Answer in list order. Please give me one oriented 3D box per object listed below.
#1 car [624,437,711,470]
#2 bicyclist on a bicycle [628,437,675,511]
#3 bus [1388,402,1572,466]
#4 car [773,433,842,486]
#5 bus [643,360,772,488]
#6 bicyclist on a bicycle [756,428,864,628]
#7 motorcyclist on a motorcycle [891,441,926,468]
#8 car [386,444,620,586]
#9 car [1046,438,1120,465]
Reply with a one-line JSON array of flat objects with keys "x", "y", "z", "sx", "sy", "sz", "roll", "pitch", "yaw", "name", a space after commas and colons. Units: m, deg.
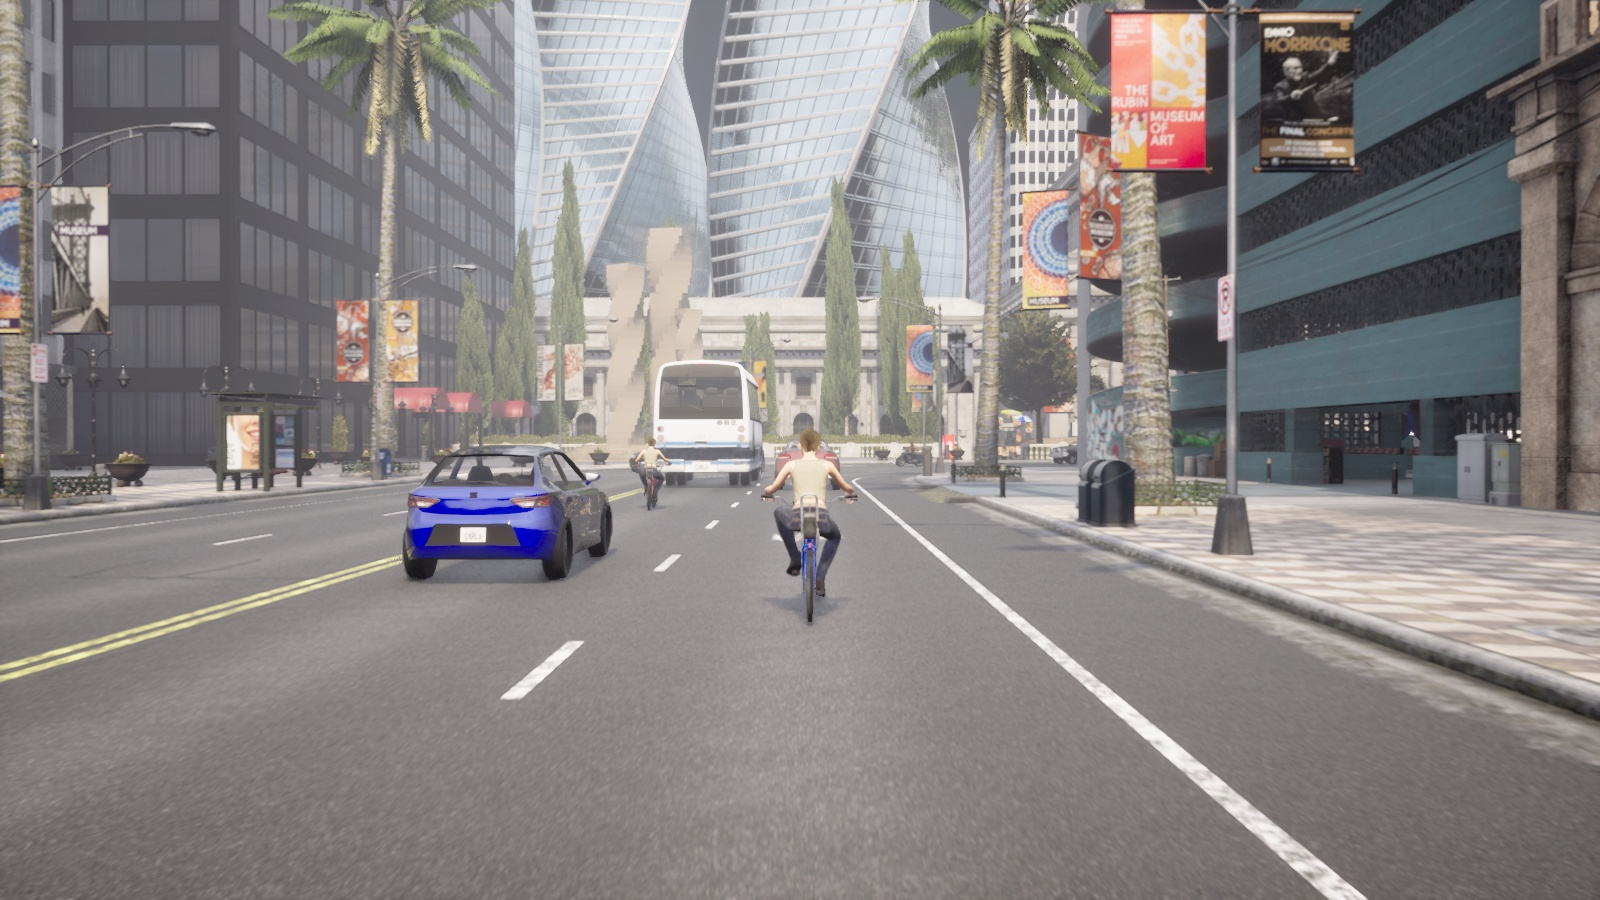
[{"x": -6.730, "y": 0.156, "z": 64.270, "sx": 2.152, "sy": 1.651, "sz": 5.027, "roll": 0, "pitch": 0, "yaw": 24, "name": "car"}, {"x": -3.322, "y": 0.521, "z": 28.205, "sx": 0.866, "sy": 1.612, "sz": 1.509, "roll": 0, "pitch": 0, "yaw": 0, "name": "bicyclist on a bicycle"}, {"x": 45.682, "y": -1.072, "z": 84.639, "sx": 10.273, "sy": 4.253, "sz": 3.944, "roll": 0, "pitch": 0, "yaw": 0, "name": "bus"}, {"x": 0.248, "y": 0.290, "z": 41.572, "sx": 2.152, "sy": 1.651, "sz": 5.027, "roll": 0, "pitch": 0, "yaw": 0, "name": "car"}, {"x": -3.187, "y": -0.897, "z": 46.838, "sx": 3.944, "sy": 4.253, "sz": 10.273, "roll": 0, "pitch": 0, "yaw": 1, "name": "bus"}, {"x": 0.081, "y": 0.622, "z": 10.867, "sx": 0.866, "sy": 1.612, "sz": 1.509, "roll": 0, "pitch": 0, "yaw": 0, "name": "bicyclist on a bicycle"}, {"x": 6.682, "y": 0.264, "z": 77.409, "sx": 2.350, "sy": 1.649, "sz": 0.766, "roll": 0, "pitch": 1, "yaw": -41, "name": "motorcyclist on a motorcycle"}, {"x": -3.400, "y": 0.671, "z": 15.185, "sx": 1.816, "sy": 1.474, "sz": 4.193, "roll": 0, "pitch": 0, "yaw": 0, "name": "car"}, {"x": 19.197, "y": 0.096, "z": 85.268, "sx": 4.605, "sy": 1.855, "sz": 1.932, "roll": 0, "pitch": 0, "yaw": -20, "name": "car"}]
